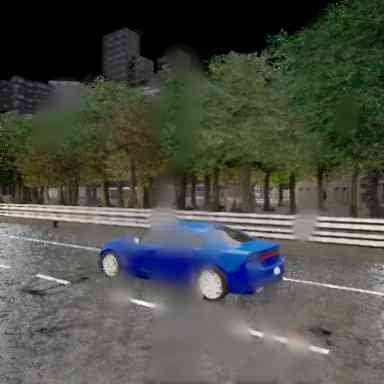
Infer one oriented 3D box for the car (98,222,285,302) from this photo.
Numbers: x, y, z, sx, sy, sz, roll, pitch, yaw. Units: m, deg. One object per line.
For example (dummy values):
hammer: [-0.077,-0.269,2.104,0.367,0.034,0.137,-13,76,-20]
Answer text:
car: [-0.252,1.497,8.350,5.008,1.535,1.882,0,0,36]
